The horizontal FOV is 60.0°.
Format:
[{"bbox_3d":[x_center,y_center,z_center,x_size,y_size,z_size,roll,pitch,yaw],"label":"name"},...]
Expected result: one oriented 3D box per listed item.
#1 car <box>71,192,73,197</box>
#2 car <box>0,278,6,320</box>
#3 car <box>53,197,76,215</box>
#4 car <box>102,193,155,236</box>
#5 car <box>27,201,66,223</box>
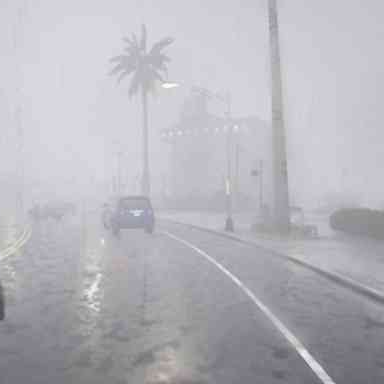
[{"bbox_3d":[-25.049,1.302,63.981,4.553,1.767,2.185,0,0,29],"label":"car"},{"bbox_3d":[-3.760,1.497,3.386,2.128,1.511,4.902,0,0,-4],"label":"car"},{"bbox_3d":[-13.373,1.530,33.579,1.837,1.490,4.892,1,-1,-43],"label":"car"},{"bbox_3d":[-3.746,1.230,19.036,2.150,2.045,5.566,0,0,-22],"label":"car"},{"bbox_3d":[-11.729,1.622,26.299,1.895,1.301,4.718,0,0,-35],"label":"car"}]
